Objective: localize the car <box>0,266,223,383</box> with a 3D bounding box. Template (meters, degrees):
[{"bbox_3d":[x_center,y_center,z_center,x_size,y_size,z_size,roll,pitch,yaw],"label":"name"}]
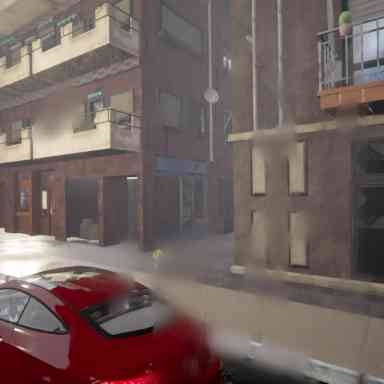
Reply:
[{"bbox_3d":[-1.633,1.583,4.011,4.206,1.307,1.802,0,-1,35],"label":"car"}]
